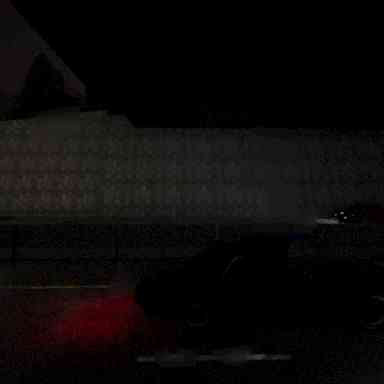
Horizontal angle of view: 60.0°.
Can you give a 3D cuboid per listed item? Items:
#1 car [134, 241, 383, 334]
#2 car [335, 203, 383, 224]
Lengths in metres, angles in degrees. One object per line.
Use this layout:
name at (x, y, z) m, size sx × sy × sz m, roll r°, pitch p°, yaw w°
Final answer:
car at (1.401, 1.629, 6.237) m, size 4.718 × 1.301 × 1.895 m, roll 0°, pitch 0°, yaw -2°
car at (13.218, 1.708, 24.432) m, size 4.181 × 1.385 × 1.994 m, roll 0°, pitch 0°, yaw -2°
